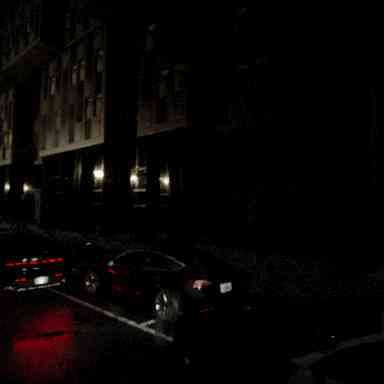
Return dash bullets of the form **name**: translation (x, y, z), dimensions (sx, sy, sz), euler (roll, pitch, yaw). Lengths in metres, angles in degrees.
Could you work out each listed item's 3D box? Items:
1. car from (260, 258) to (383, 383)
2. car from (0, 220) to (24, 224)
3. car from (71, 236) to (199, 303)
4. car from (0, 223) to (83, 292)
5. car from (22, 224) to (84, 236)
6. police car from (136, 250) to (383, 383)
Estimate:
- **car**: translation (3.232, 1.832, 4.085), dimensions (4.313, 1.339, 1.947), euler (-1, -4, 43)
- **car**: translation (-9.024, 2.007, 15.584), dimensions (4.097, 1.590, 1.967), euler (-1, -4, 43)
- **car**: translation (-0.854, 1.932, 7.916), dimensions (4.313, 1.339, 1.947), euler (-1, -4, 43)
- **car**: translation (-5.268, 1.857, 9.423), dimensions (4.892, 1.490, 1.837), euler (-1, -4, 43)
- **car**: translation (-4.940, 2.017, 11.747), dimensions (4.403, 1.369, 2.008), euler (-1, -4, 43)
- **police car**: translation (1.962, 1.602, 2.675), dimensions (5.238, 1.638, 1.930), euler (-1, -4, 43)
